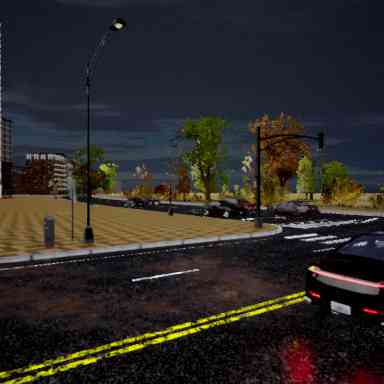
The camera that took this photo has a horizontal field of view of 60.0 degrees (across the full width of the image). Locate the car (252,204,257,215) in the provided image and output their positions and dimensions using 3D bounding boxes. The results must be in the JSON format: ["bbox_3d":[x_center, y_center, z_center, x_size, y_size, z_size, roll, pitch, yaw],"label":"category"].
[{"bbox_3d":[4.820,1.405,33.749,2.097,1.767,4.553,0,0,-32],"label":"car"}]

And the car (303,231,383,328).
[{"bbox_3d":[4.180,1.489,6.235,4.902,1.511,2.128,0,0,-34],"label":"car"}]

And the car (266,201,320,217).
[{"bbox_3d":[9.733,1.578,32.470,2.033,1.411,5.357,0,0,-32],"label":"car"}]

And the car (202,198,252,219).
[{"bbox_3d":[2.886,1.539,30.696,1.882,1.535,5.008,0,0,-32],"label":"car"}]

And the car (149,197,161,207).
[{"bbox_3d":[-6.590,1.592,52.580,2.128,1.511,4.902,0,0,-30],"label":"car"}]

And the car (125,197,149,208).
[{"bbox_3d":[-8.493,1.614,49.395,1.837,1.490,4.892,0,0,-30],"label":"car"}]
